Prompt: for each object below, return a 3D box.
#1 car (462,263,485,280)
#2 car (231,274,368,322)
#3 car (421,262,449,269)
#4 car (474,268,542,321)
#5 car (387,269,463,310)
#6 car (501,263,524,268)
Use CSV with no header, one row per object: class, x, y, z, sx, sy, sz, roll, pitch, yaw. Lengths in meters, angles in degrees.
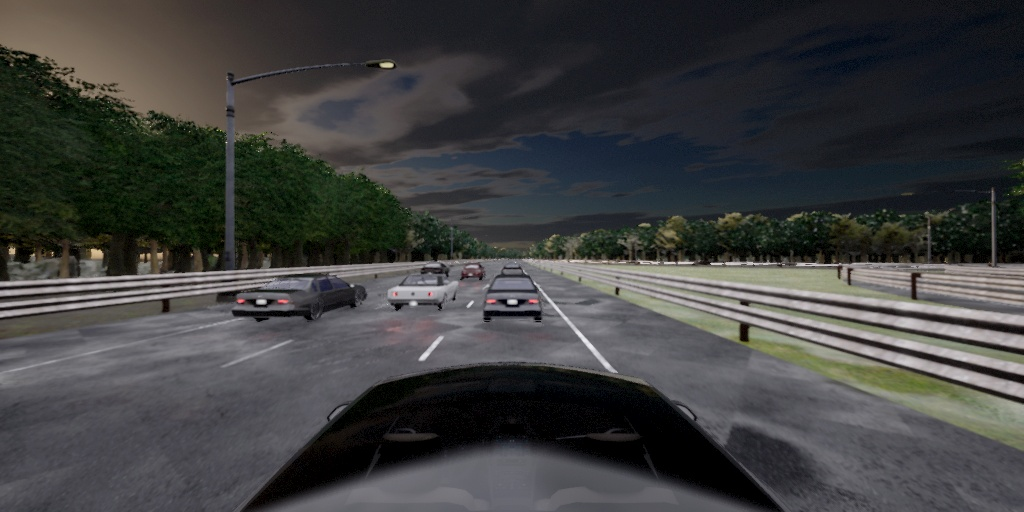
car,-3.453,1.378,32.267,1.812,1.442,4.674,0,0,0
car,-6.963,1.329,12.501,2.033,1.411,5.357,0,0,1
car,-6.951,1.312,32.800,1.882,1.535,5.008,0,0,0
car,0.035,1.330,12.484,2.033,1.411,5.357,0,0,1
car,-3.449,1.391,14.883,1.895,1.301,4.718,0,0,1
car,0.039,1.341,31.242,2.128,1.511,4.902,0,0,0
